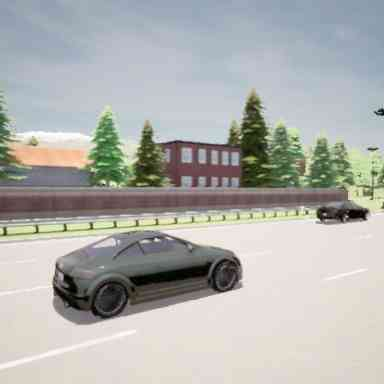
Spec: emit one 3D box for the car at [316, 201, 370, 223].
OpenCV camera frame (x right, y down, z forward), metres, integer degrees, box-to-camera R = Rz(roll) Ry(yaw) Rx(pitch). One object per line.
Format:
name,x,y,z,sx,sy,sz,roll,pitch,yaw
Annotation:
car,11.299,1.421,24.711,5.008,1.535,1.882,0,0,-36

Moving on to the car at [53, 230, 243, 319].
car,-0.840,1.555,7.449,4.181,1.385,1.994,0,0,-35
